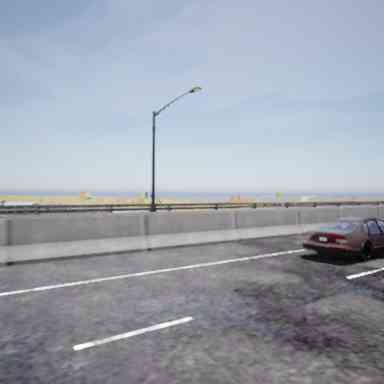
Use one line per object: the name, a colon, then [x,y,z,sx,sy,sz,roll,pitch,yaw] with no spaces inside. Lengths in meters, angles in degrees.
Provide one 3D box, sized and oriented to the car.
car: [6.532,1.681,12.807,5.357,1.411,2.033,1,0,-35]
